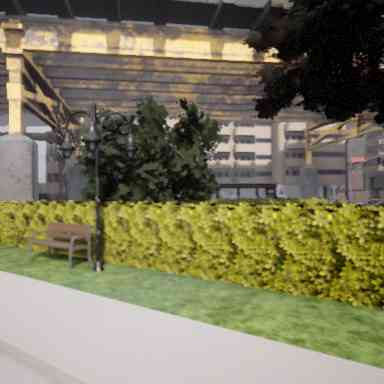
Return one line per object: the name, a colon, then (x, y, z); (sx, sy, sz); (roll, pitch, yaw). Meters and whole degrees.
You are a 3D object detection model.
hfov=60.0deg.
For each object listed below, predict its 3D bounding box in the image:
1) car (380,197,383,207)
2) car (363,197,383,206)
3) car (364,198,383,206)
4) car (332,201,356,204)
car: (30.801, 1.494, 49.051); (2.038, 1.542, 4.974); (0, 0, -29)
car: (26.656, 1.379, 48.762); (1.853, 1.218, 4.536); (-1, 0, 16)
car: (18.425, 1.536, 29.971); (4.892, 1.490, 1.837); (-1, 0, -9)
car: (14.667, 1.618, 33.067); (4.674, 1.442, 1.812); (0, 0, -9)
